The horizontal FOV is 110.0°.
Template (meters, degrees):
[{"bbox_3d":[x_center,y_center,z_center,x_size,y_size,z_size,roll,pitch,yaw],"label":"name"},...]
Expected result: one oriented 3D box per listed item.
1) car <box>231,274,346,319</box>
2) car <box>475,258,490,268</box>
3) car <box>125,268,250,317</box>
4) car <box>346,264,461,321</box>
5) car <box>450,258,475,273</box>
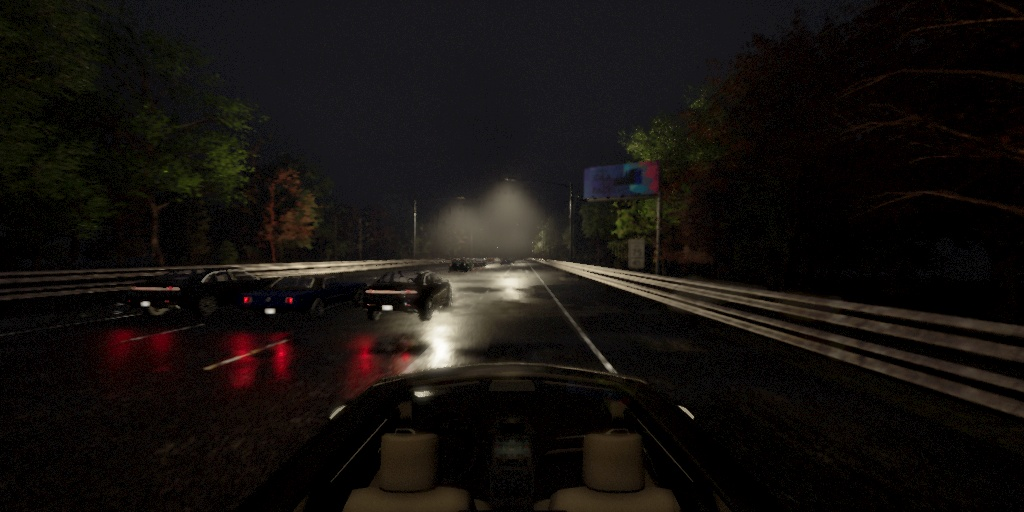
[{"bbox_3d":[-6.842,1.292,12.468,1.895,1.301,4.718,0,0,2],"label":"car"},{"bbox_3d":[-5.421,1.198,60.133,2.128,1.511,4.902,0,0,2],"label":"car"},{"bbox_3d":[-10.339,1.153,12.612,2.128,1.511,4.902,0,0,2],"label":"car"},{"bbox_3d":[-3.351,1.212,12.280,2.128,1.511,4.902,0,0,2],"label":"car"},{"bbox_3d":[-5.962,1.044,42.061,2.097,1.767,4.553,0,0,2],"label":"car"}]
